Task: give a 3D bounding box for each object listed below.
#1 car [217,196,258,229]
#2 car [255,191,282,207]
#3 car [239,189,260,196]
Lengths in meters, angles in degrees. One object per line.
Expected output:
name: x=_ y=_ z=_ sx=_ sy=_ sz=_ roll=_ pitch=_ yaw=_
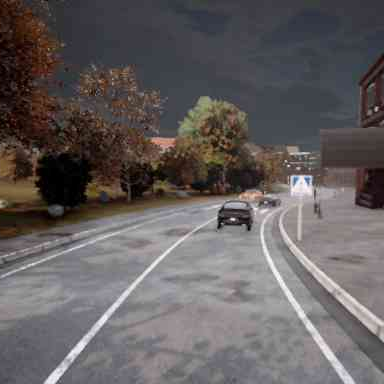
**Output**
car: x=2.753 y=1.263 z=20.182 sx=1.882 sy=1.535 sz=5.008 roll=1 pitch=1 yaw=13
car: x=8.815 y=0.892 z=37.529 sx=1.812 sy=1.442 sz=4.674 roll=2 pitch=2 yaw=24
car: x=7.769 y=0.442 z=43.659 sx=2.097 sy=1.767 sz=4.553 roll=3 pitch=3 yaw=29
